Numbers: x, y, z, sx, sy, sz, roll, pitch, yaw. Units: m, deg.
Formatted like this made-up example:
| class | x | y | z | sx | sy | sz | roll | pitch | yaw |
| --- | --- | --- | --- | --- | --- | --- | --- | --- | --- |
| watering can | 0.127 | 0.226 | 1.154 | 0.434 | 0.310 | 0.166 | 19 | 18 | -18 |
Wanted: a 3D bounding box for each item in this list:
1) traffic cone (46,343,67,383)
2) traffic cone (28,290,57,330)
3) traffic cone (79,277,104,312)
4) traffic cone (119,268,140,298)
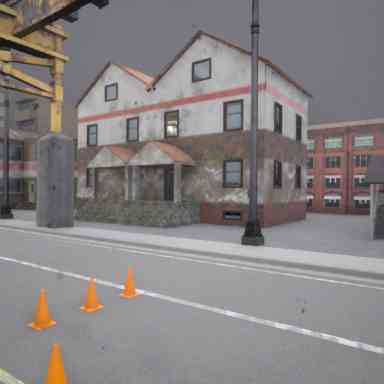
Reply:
| class | x | y | z | sx | sy | sz | roll | pitch | yaw |
| --- | --- | --- | --- | --- | --- | --- | --- | --- | --- |
| traffic cone | -1.488 | 1.952 | 3.632 | 0.340 | 0.580 | 0.340 | 0 | 0 | 36 |
| traffic cone | -2.525 | 1.949 | 5.613 | 0.340 | 0.580 | 0.340 | 0 | 0 | 36 |
| traffic cone | -1.940 | 1.949 | 6.424 | 0.340 | 0.580 | 0.340 | 0 | 0 | 36 |
| traffic cone | -1.355 | 1.949 | 7.235 | 0.340 | 0.580 | 0.340 | 0 | 0 | 36 |
